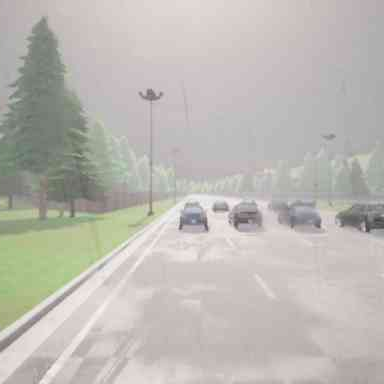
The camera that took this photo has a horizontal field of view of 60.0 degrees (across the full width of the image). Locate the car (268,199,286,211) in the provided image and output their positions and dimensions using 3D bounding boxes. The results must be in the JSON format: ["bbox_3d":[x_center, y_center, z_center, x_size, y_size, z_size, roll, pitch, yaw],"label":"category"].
[{"bbox_3d":[10.535,1.663,40.769,1.837,1.490,4.892,0,0,1],"label":"car"}]

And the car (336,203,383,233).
[{"bbox_3d":[10.600,1.429,20.254,2.097,1.767,4.553,0,0,0],"label":"car"}]

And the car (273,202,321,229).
[{"bbox_3d":[7.101,1.611,22.268,1.812,1.442,4.674,0,0,0],"label":"car"}]

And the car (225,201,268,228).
[{"bbox_3d":[3.601,1.591,22.933,1.837,1.490,4.892,0,-1,0],"label":"car"}]

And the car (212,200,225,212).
[{"bbox_3d":[3.541,1.723,41.375,1.994,1.385,4.181,0,0,1],"label":"car"}]

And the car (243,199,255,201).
[{"bbox_3d":[7.042,1.652,41.570,2.128,1.511,4.902,0,0,1],"label":"car"}]

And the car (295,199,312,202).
[{"bbox_3d":[14.047,1.639,42.163,1.882,1.535,5.008,0,0,1],"label":"car"}]

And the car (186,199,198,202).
[{"bbox_3d":[0.042,1.652,41.570,2.128,1.511,4.902,0,0,1],"label":"car"}]

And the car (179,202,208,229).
[{"bbox_3d":[0.100,1.612,22.297,1.812,1.442,4.674,0,0,0],"label":"car"}]
